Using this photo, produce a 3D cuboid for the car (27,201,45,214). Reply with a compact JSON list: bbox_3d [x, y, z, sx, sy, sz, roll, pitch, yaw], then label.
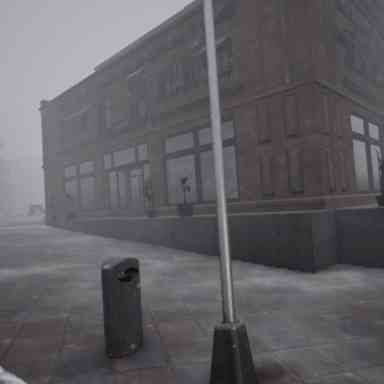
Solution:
[{"bbox_3d":[-19.649,1.960,42.089,1.837,1.490,4.892,-1,0,-26],"label":"car"}]
